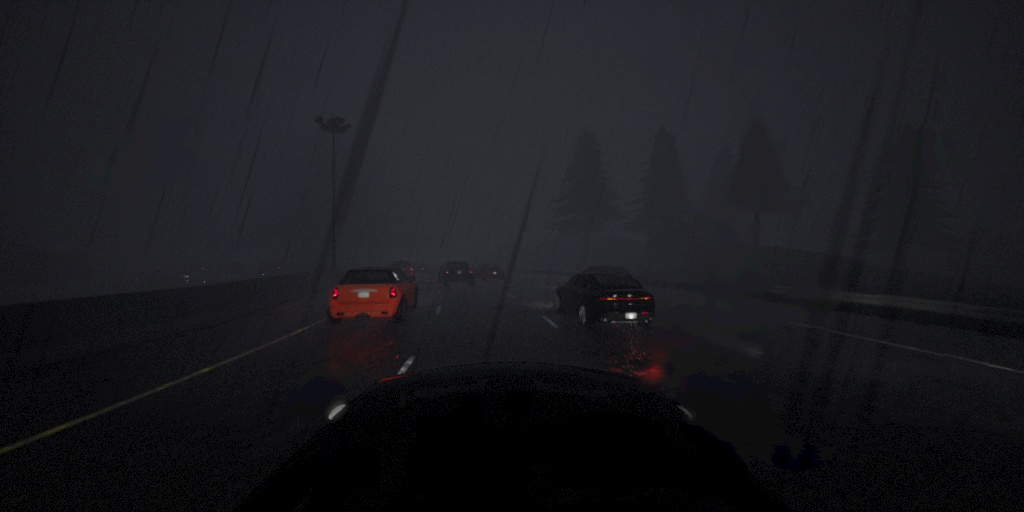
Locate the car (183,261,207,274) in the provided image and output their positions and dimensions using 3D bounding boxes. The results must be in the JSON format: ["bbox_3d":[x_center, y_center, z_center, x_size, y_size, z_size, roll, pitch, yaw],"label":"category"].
[{"bbox_3d":[-38.894,1.427,43.978,1.837,1.490,4.892,0,0,-44],"label":"car"}]

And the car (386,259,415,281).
[{"bbox_3d":[-9.852,1.157,31.455,2.097,1.767,4.553,0,0,-22],"label":"car"}]

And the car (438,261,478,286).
[{"bbox_3d":[-4.136,1.132,26.038,2.097,1.767,4.553,0,0,-17],"label":"car"}]

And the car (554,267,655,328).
[{"bbox_3d":[2.688,1.250,11.393,1.837,1.490,4.892,0,0,-7],"label":"car"}]

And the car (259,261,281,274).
[{"bbox_3d":[-30.388,1.398,44.985,1.837,1.490,4.892,0,-1,-40],"label":"car"}]

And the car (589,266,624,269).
[{"bbox_3d":[4.857,1.247,19.452,1.837,1.490,4.892,0,0,-12],"label":"car"}]

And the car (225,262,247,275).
[{"bbox_3d":[-32.534,1.445,42.197,2.033,1.411,5.357,0,0,-39],"label":"car"}]

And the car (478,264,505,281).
[{"bbox_3d":[-2.072,1.339,30.737,1.994,1.385,4.181,0,0,-20],"label":"car"}]

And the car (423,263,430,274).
[{"bbox_3d":[-10.890,1.379,41.453,1.994,1.385,4.181,0,0,-29],"label":"car"}]

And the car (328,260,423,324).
[{"bbox_3d":[-4.496,1.125,12.283,2.097,1.767,4.553,0,0,-8],"label":"car"}]
